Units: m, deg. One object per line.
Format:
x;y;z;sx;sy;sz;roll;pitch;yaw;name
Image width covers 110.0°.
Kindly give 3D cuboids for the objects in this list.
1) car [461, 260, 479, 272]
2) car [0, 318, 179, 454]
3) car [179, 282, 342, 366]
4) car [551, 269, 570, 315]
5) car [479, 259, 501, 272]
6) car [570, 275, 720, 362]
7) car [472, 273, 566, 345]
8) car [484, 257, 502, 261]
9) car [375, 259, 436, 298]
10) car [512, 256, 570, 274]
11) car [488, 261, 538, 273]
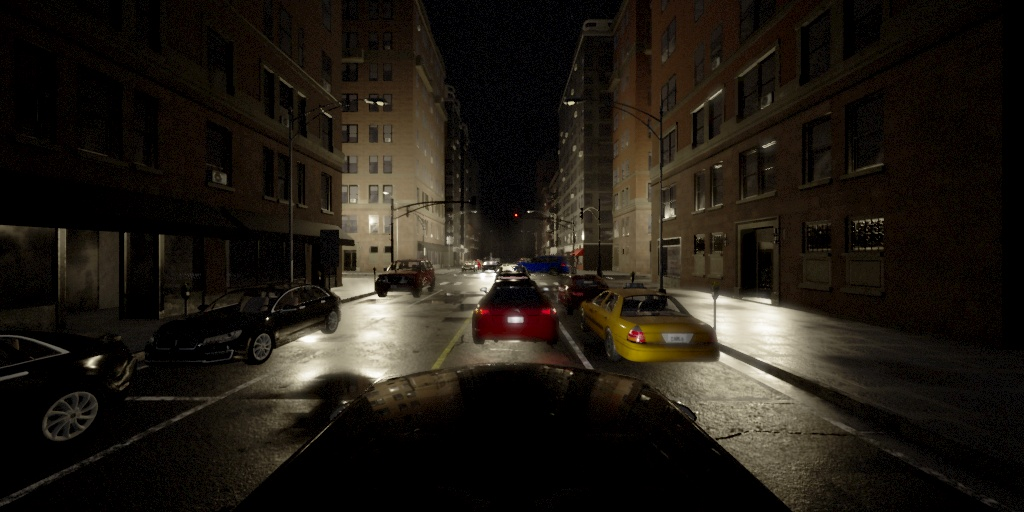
-5.299;1.293;45.182;2.007;1.370;4.403;0;0;0;car
-5.388;1.300;2.481;2.007;1.370;4.403;0;0;0;car
-5.377;1.300;7.894;2.007;1.370;4.403;0;0;0;car
2.659;1.330;13.281;1.802;1.307;4.207;0;0;0;car
-2.760;1.344;45.326;1.895;1.301;4.718;0;0;0;car
2.648;1.275;8.038;1.751;1.417;4.829;0;0;0;car
0.082;1.313;9.550;1.994;1.385;4.181;0;0;0;car
-2.732;1.231;54.895;2.128;1.511;4.902;0;0;0;car
-5.354;1.062;18.719;2.192;1.841;5.009;0;0;0;car
2.906;0.984;35.322;5.566;2.045;2.150;1;1;23;car
0.035;1.239;19.420;2.128;1.511;4.902;0;0;0;car
